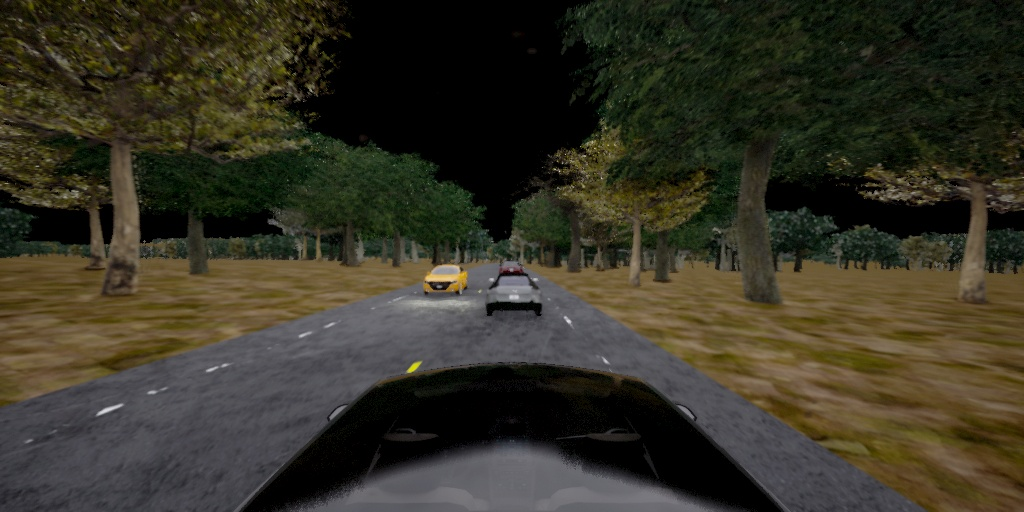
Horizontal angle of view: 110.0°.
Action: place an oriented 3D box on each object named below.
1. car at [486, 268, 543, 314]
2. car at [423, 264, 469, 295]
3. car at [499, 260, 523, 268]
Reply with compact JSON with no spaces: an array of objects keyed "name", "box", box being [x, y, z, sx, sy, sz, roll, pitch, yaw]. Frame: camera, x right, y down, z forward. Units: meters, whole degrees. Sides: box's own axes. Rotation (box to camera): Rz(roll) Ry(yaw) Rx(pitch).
[{"name":"car","box":[0.063,1.314,13.692,1.994,1.385,4.181,0,0,0]},{"name":"car","box":[-3.572,1.235,20.030,1.882,1.535,5.008,0,0,0]},{"name":"car","box":[-0.073,1.130,31.818,2.097,1.767,4.553,0,0,-1]}]
